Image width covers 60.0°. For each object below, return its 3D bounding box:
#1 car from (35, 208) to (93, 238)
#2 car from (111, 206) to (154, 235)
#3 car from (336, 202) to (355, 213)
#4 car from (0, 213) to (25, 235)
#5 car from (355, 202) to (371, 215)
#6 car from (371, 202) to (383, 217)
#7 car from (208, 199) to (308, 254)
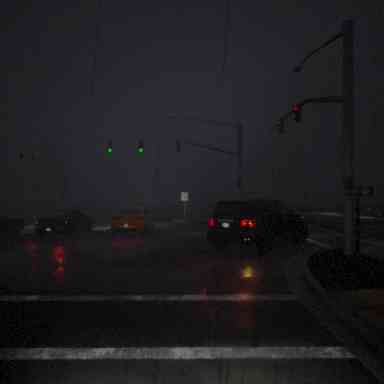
[{"bbox_3d":[-6.901,1.621,18.291,1.812,1.442,4.674,0,0,0],"label":"car"},{"bbox_3d":[-3.401,1.580,19.656,1.882,1.535,5.008,0,0,0],"label":"car"},{"bbox_3d":[18.747,1.762,37.869,4.181,1.385,1.994,0,0,0],"label":"car"},{"bbox_3d":[-10.401,1.689,16.778,1.895,1.301,4.718,0,0,0],"label":"car"},{"bbox_3d":[19.912,1.705,34.359,4.674,1.442,1.812,0,0,1],"label":"car"},{"bbox_3d":[20.066,1.709,30.861,5.357,1.411,2.033,0,0,1],"label":"car"},{"bbox_3d":[2.935,1.297,14.142,2.150,2.045,5.566,-2,-1,39],"label":"car"}]
